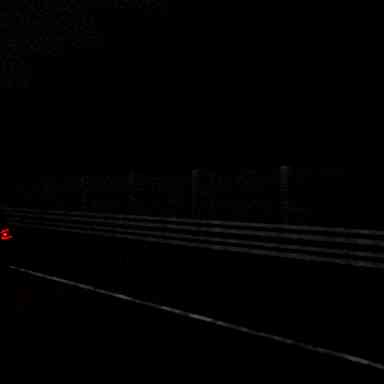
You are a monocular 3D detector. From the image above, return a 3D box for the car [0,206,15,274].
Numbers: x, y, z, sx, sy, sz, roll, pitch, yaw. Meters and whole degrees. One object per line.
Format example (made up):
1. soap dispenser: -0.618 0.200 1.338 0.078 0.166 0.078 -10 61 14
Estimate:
1. car: -7.057 1.200 9.084 5.566 2.045 2.150 0 0 36
